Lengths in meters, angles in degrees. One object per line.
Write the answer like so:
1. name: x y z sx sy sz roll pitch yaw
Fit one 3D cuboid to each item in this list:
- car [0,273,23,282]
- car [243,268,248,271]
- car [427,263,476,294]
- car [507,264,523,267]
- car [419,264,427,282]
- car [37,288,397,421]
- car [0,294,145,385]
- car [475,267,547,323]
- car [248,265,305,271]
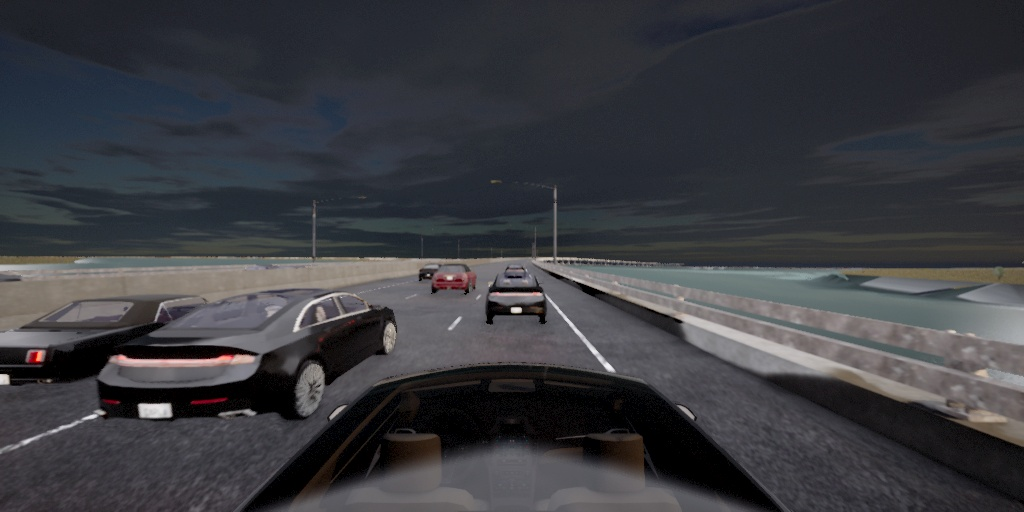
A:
1. car: -24.557 1.315 15.269 2.128 1.511 4.902 0 0 0
2. car: -20.940 1.456 30.099 2.033 1.411 5.357 0 0 1
3. car: -3.316 1.214 21.287 2.097 1.767 4.553 0 0 0
4. car: 0.282 1.413 32.016 2.128 1.511 4.902 0 0 1
5. car: -6.725 1.394 31.371 1.882 1.535 5.008 0 0 1
6. car: -3.390 1.266 5.836 2.128 1.511 4.902 0 0 0
7. car: -6.889 1.380 7.031 1.895 1.301 4.718 0 0 0
8. car: 0.129 1.303 12.365 2.128 1.511 4.902 0 0 0
9. car: -17.462 1.445 28.034 2.033 1.411 5.357 0 0 1
